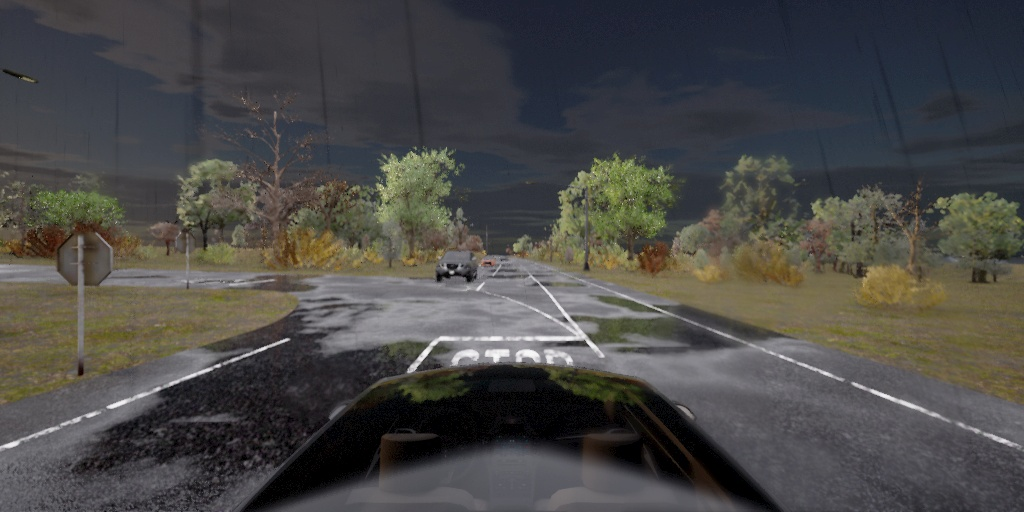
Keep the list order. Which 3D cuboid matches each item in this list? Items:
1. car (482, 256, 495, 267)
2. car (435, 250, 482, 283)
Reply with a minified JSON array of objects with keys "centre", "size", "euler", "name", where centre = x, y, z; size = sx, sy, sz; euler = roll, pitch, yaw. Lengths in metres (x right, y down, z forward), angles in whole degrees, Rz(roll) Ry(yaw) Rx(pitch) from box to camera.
[{"centre":[-3.636,0.759,55.051],"size":[2.097,1.767,4.553],"euler":[0,0,-1],"name":"car"},{"centre":[-3.482,0.621,23.543],"size":[2.150,2.045,5.566],"euler":[1,-1,0],"name":"car"}]
